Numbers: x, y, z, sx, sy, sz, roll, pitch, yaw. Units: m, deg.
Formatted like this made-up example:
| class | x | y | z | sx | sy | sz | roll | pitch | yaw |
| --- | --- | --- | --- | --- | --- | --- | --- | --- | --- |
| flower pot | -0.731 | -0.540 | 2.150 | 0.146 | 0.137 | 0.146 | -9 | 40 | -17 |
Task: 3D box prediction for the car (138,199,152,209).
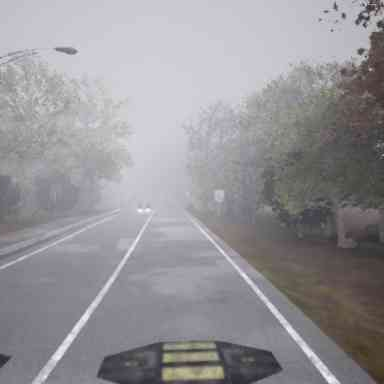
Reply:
| class | x | y | z | sx | sy | sz | roll | pitch | yaw |
| --- | --- | --- | --- | --- | --- | --- | --- | --- | --- |
| car | -7.237 | 1.857 | 51.399 | 2.128 | 1.511 | 4.902 | 0 | -3 | -4 |
